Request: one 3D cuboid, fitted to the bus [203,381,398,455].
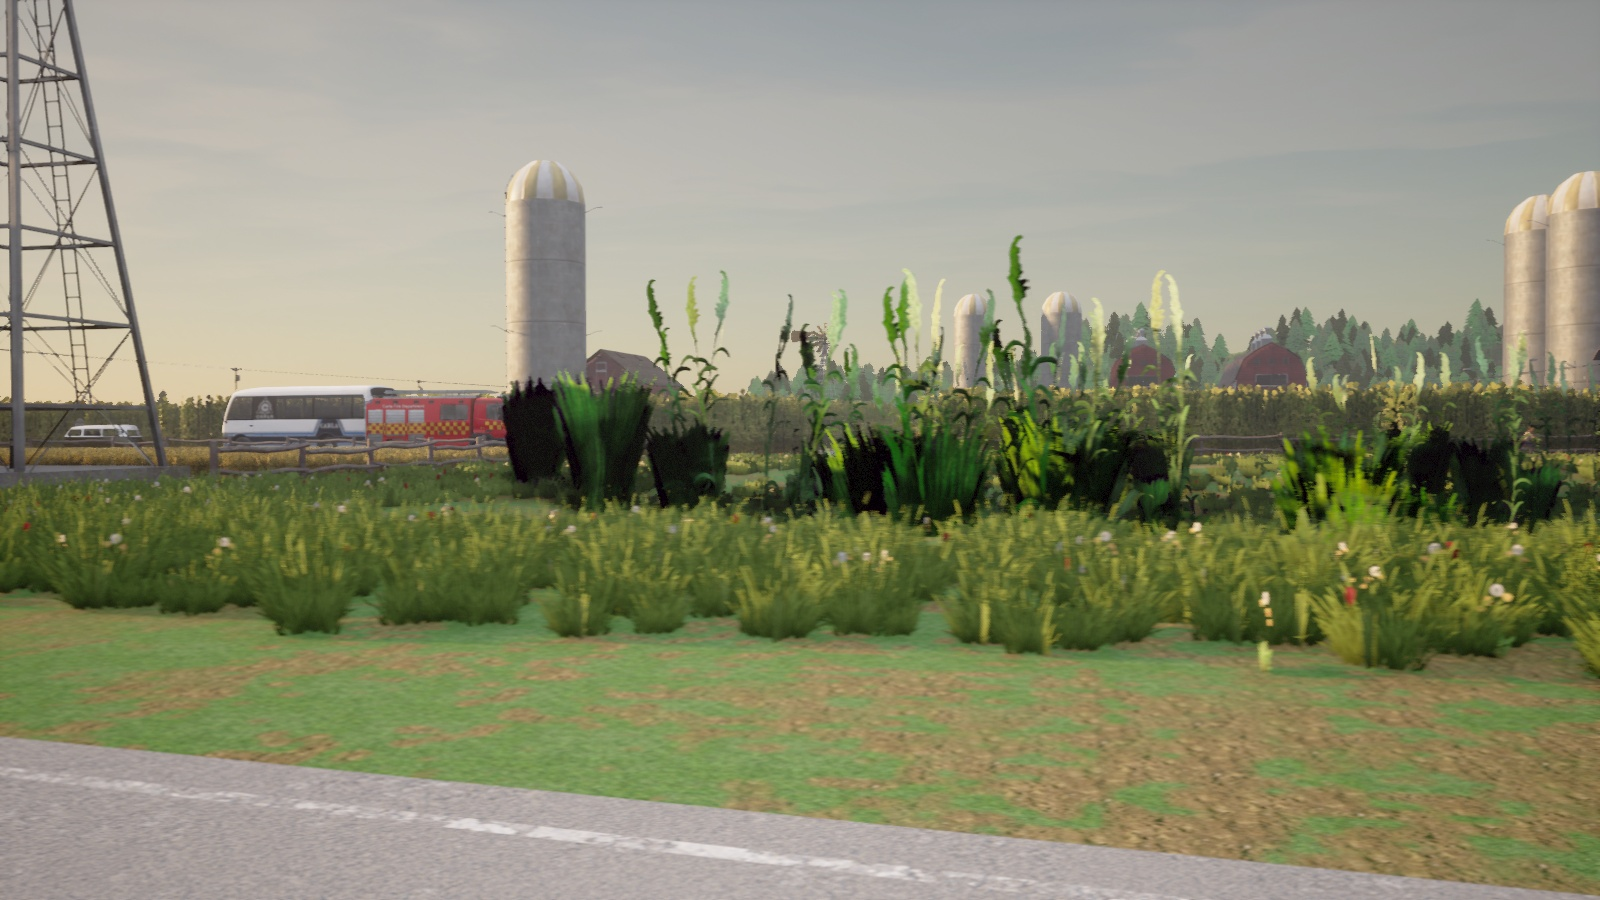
[{"bbox_3d":[-29.593,-1.856,74.588,10.273,4.253,3.944,0,1,13],"label":"bus"}]

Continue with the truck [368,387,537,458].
[{"bbox_3d":[-19.022,-1.513,68.928,8.468,3.827,2.891,0,1,8],"label":"truck"}]

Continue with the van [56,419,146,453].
[{"bbox_3d":[-43.042,-0.849,77.415,4.480,2.038,2.069,1,0,6],"label":"van"}]
